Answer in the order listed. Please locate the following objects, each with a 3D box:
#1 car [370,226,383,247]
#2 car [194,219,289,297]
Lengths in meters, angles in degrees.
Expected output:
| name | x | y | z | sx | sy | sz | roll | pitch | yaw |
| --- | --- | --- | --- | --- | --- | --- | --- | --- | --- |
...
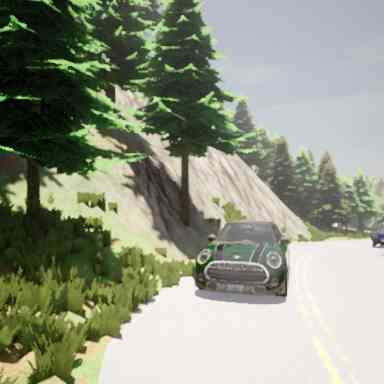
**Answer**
| name | x | y | z | sx | sy | sz | roll | pitch | yaw |
| --- | --- | --- | --- | --- | --- | --- | --- | --- | --- |
| car | 16.036 | 3.755 | 27.021 | 1.812 | 1.442 | 4.674 | -1 | -6 | 40 |
| car | 1.594 | 1.584 | 9.297 | 2.097 | 1.767 | 4.553 | 0 | -3 | 17 |
